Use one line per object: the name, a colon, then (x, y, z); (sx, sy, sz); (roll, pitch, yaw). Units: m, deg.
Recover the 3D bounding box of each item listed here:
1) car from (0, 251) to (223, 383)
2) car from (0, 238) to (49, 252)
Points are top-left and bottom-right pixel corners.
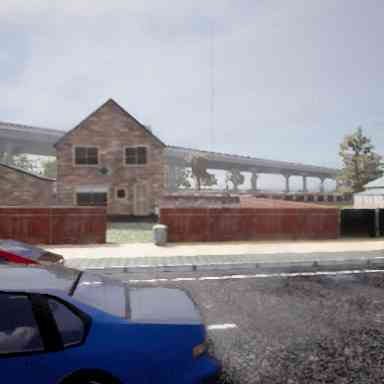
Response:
car: (-2.417, 1.551, 3.504); (5.357, 1.411, 2.033); (1, 0, -12)
car: (-4.611, 1.569, 6.361); (4.181, 1.385, 1.994); (1, 0, -12)
